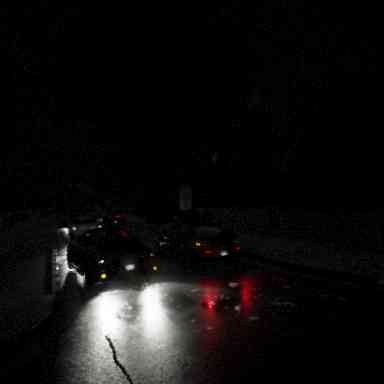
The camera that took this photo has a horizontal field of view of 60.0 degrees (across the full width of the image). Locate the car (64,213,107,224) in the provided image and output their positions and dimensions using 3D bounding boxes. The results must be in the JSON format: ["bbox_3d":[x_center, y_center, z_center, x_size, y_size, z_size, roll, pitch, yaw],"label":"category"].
[{"bbox_3d":[-6.962,2.244,21.494,1.895,1.301,4.718,-2,-1,-23],"label":"car"}]

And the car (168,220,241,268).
[{"bbox_3d":[0.028,1.756,12.309,1.812,1.442,4.674,-2,-1,-25],"label":"car"}]

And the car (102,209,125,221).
[{"bbox_3d":[-7.068,2.273,28.994,2.128,1.511,4.902,-2,-1,-22],"label":"car"}]

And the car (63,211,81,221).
[{"bbox_3d":[-11.591,2.558,32.559,2.033,1.411,5.357,-2,-1,-23],"label":"car"}]

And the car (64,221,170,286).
[{"bbox_3d":[-2.638,1.859,10.505,1.994,1.385,4.181,-1,-1,-31],"label":"car"}]
